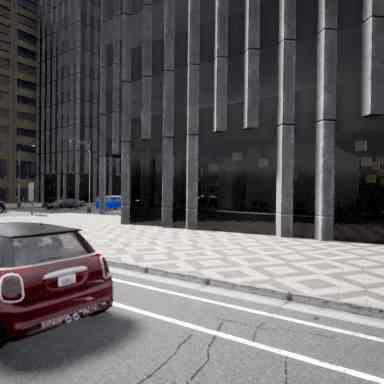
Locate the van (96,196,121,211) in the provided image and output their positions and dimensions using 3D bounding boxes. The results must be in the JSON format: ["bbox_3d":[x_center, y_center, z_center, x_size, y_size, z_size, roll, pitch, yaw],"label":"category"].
[{"bbox_3d":[-9.659,1.339,40.257,1.690,1.788,3.998,1,1,36],"label":"van"}]

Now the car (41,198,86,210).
[{"bbox_3d":[-15.924,1.461,41.595,2.033,1.411,5.357,1,1,36],"label":"car"}]

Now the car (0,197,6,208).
[{"bbox_3d":[-21.513,1.278,33.774,2.097,1.767,4.553,1,1,35],"label":"car"}]

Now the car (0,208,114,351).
[{"bbox_3d":[-3.621,1.349,6.262,4.553,1.767,2.097,0,0,35],"label":"car"}]

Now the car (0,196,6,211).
[{"bbox_3d":[-22.942,1.324,36.422,1.967,1.590,4.097,1,1,36],"label":"car"}]

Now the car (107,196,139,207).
[{"bbox_3d":[-10.175,1.427,49.565,1.812,1.442,4.674,1,1,36],"label":"car"}]
